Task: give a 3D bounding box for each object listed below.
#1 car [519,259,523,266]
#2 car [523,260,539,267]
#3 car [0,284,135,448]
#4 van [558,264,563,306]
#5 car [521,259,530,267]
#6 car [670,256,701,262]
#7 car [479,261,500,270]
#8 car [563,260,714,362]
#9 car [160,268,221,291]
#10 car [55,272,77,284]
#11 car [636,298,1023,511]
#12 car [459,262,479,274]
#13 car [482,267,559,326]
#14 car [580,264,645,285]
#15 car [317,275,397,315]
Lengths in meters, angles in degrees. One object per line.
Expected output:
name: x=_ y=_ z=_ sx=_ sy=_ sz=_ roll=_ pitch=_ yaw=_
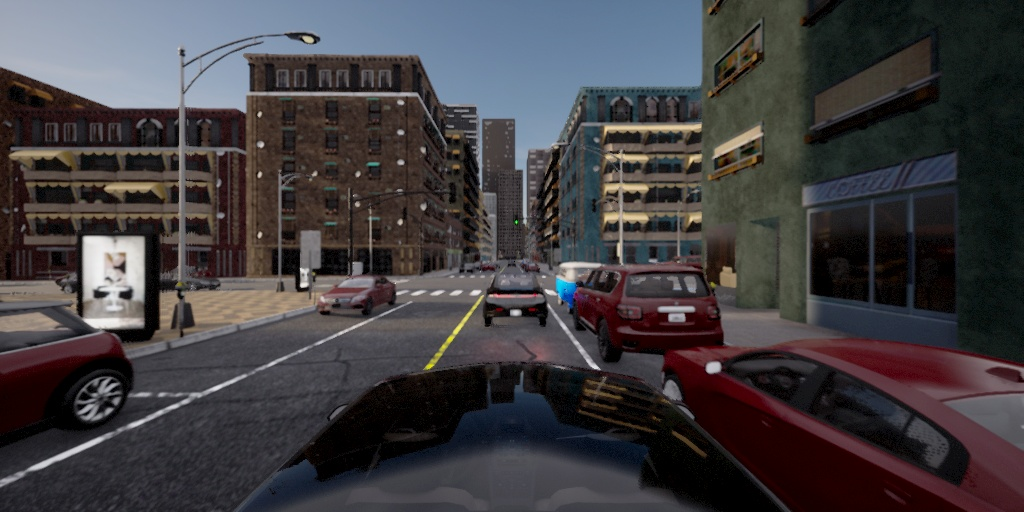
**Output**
car: x=2.665 y=1.593 z=62.701 sx=1.888 sy=1.381 sz=4.507 roll=0 pitch=0 yaw=0
car: x=2.672 y=1.543 z=46.131 sx=1.802 sy=1.307 sz=4.207 roll=0 pitch=0 yaw=0
car: x=-5.692 y=1.194 z=2.679 sx=1.967 sy=1.591 sz=4.097 roll=0 pitch=0 yaw=0
van: x=2.685 y=1.146 z=13.737 sx=1.690 sy=1.789 sz=3.998 roll=0 pitch=0 yaw=0
car: x=2.670 y=1.556 z=51.655 sx=1.948 sy=1.339 sz=4.313 roll=0 pitch=0 yaw=0
car: x=15.760 y=0.928 z=33.298 sx=5.009 sy=1.841 sz=2.192 roll=0 pitch=0 yaw=0
car: x=-3.106 y=1.578 z=49.219 sx=1.895 sy=1.301 sz=4.718 roll=0 pitch=0 yaw=0
car: x=2.687 y=1.094 z=8.210 sx=2.192 sy=1.841 sz=5.009 roll=0 pitch=0 yaw=0
car: x=-22.402 y=1.744 z=24.496 sx=4.403 sy=1.370 sz=2.007 roll=0 pitch=0 yaw=0
car: x=-27.971 y=1.825 z=24.453 sx=4.403 sy=1.370 sz=2.007 roll=0 pitch=0 yaw=0
car: x=2.689 y=1.299 z=2.682 sx=1.888 sy=1.381 sz=4.507 roll=0 pitch=0 yaw=0
car: x=-5.709 y=1.527 z=46.140 sx=1.948 sy=1.339 sz=4.313 roll=0 pitch=0 yaw=0
car: x=0.096 y=1.288 z=11.828 sx=2.128 sy=1.511 sz=4.902 roll=0 pitch=0 yaw=0
car: x=7.550 y=1.338 z=27.090 sx=4.181 sy=1.385 sz=1.994 roll=-2 pitch=0 yaw=-14
car: x=-5.696 y=1.387 z=13.735 sx=1.802 sy=1.307 sz=4.207 roll=0 pitch=0 yaw=0
